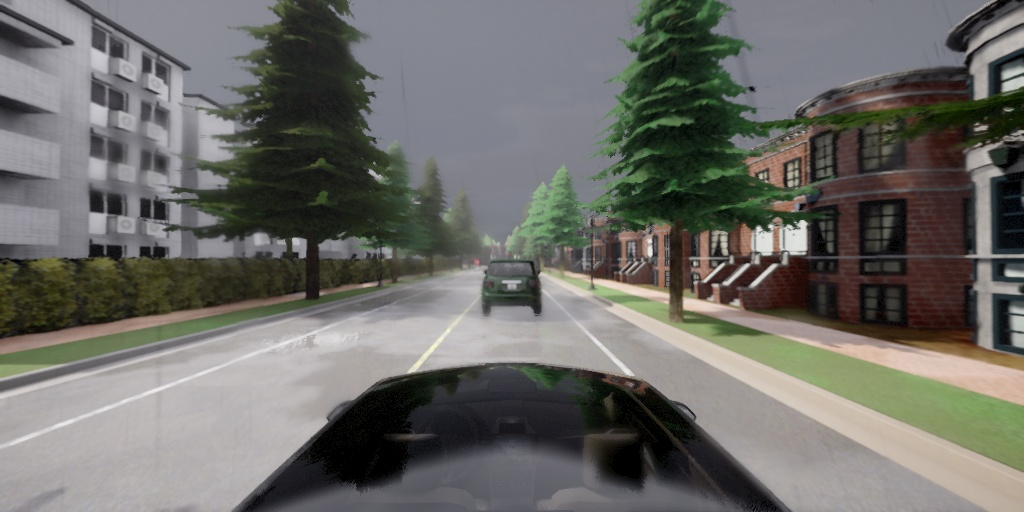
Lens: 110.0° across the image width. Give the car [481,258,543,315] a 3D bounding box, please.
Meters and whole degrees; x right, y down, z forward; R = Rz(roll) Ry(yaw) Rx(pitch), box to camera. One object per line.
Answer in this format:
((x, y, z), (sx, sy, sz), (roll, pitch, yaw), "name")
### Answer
((0.018, 1.112, 14.407), (2.150, 2.045, 5.566), (0, 0, 0), "car")
